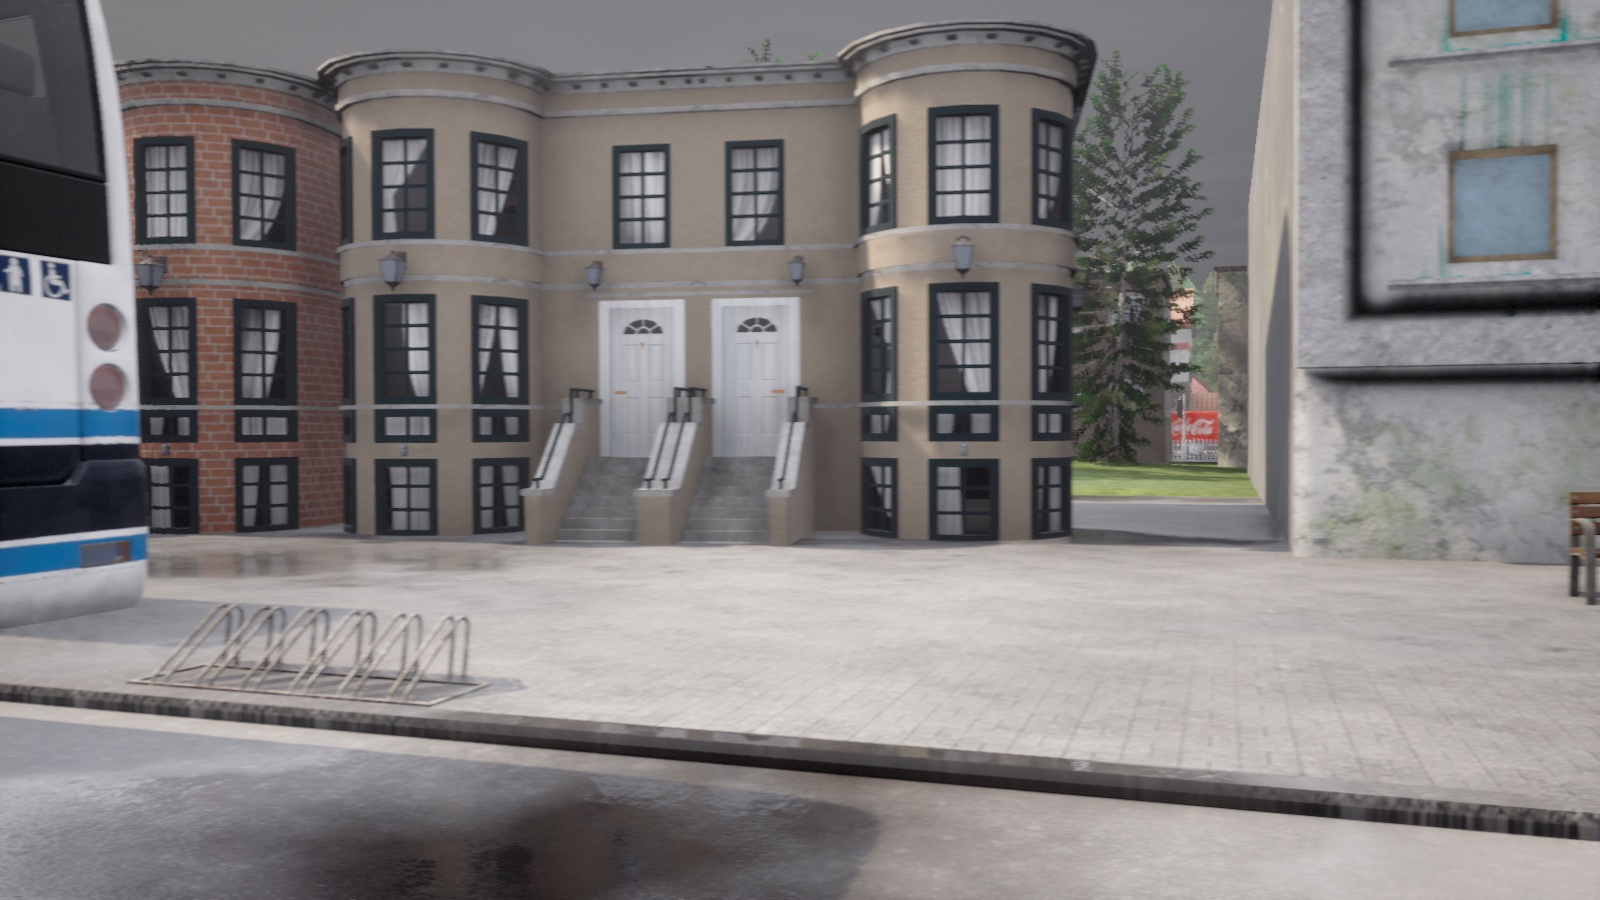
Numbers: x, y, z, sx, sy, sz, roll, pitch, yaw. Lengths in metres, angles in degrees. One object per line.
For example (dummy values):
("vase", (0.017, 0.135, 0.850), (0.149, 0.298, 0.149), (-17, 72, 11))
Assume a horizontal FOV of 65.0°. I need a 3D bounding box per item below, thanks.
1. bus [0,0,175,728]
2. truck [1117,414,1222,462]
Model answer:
("bus", (-9.017, -0.693, 6.735), (10.273, 4.253, 3.944), (-1, 0, 19))
("truck", (19.481, -0.652, 66.504), (5.204, 2.467, 2.627), (0, 1, 14))
